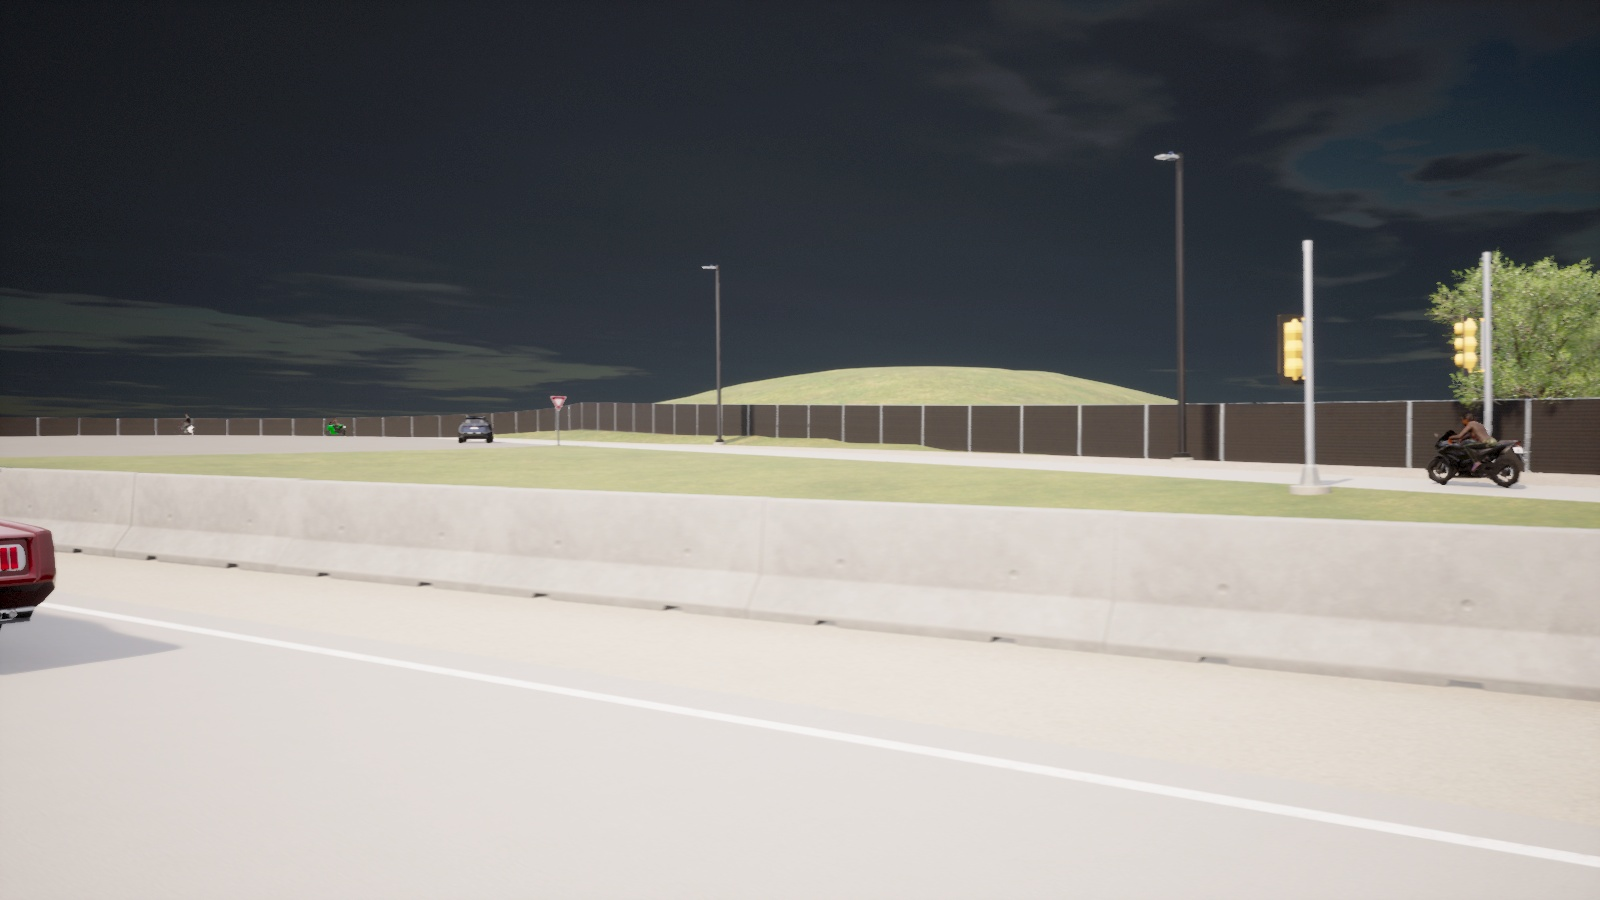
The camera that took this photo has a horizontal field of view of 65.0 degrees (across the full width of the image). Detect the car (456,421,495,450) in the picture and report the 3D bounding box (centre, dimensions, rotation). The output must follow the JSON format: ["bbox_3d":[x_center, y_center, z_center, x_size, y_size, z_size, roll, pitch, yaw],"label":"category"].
[{"bbox_3d":[-19.631,-0.910,76.092,2.033,1.649,4.856,-1,1,-12],"label":"car"}]

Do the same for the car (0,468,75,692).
[{"bbox_3d":[-6.969,0.783,8.257,4.718,1.301,1.895,0,1,34],"label":"car"}]

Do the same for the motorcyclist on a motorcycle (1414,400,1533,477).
[{"bbox_3d":[13.874,-0.253,25.928,0.797,1.523,2.044,-2,2,-29],"label":"motorcyclist on a motorcycle"}]
